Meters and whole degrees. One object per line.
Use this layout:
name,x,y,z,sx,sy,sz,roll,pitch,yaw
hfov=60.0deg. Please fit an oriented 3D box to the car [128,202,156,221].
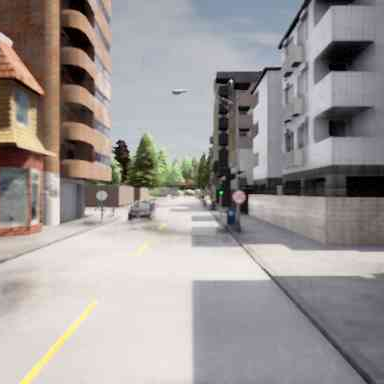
car,-4.050,1.550,27.539,1.812,1.442,4.674,0,0,0
